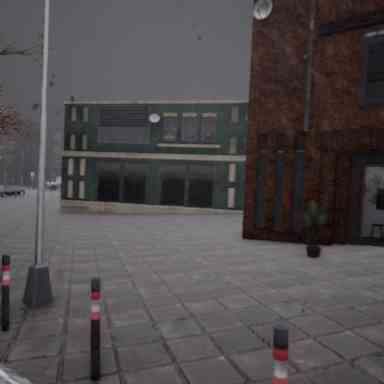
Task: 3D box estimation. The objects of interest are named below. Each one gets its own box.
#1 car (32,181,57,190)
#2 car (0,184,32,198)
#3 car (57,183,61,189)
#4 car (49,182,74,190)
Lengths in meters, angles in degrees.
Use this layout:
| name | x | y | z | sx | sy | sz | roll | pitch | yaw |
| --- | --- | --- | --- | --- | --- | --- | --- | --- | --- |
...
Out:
| name | x | y | z | sx | sy | sz | roll | pitch | yaw |
| --- | --- | --- | --- | --- | --- | --- | --- | --- | --- |
| car | -29.517 | -1.364 | 64.937 | 4.553 | 1.767 | 2.185 | 3 | 2 | 21 |
| car | -23.552 | -0.119 | 42.661 | 2.128 | 1.511 | 4.902 | 3 | 2 | 13 |
| car | -28.553 | -1.302 | 67.528 | 5.008 | 1.535 | 2.097 | 3 | 2 | 21 |
| car | -27.547 | -1.328 | 70.094 | 4.674 | 1.452 | 2.002 | 3 | 3 | 21 |
